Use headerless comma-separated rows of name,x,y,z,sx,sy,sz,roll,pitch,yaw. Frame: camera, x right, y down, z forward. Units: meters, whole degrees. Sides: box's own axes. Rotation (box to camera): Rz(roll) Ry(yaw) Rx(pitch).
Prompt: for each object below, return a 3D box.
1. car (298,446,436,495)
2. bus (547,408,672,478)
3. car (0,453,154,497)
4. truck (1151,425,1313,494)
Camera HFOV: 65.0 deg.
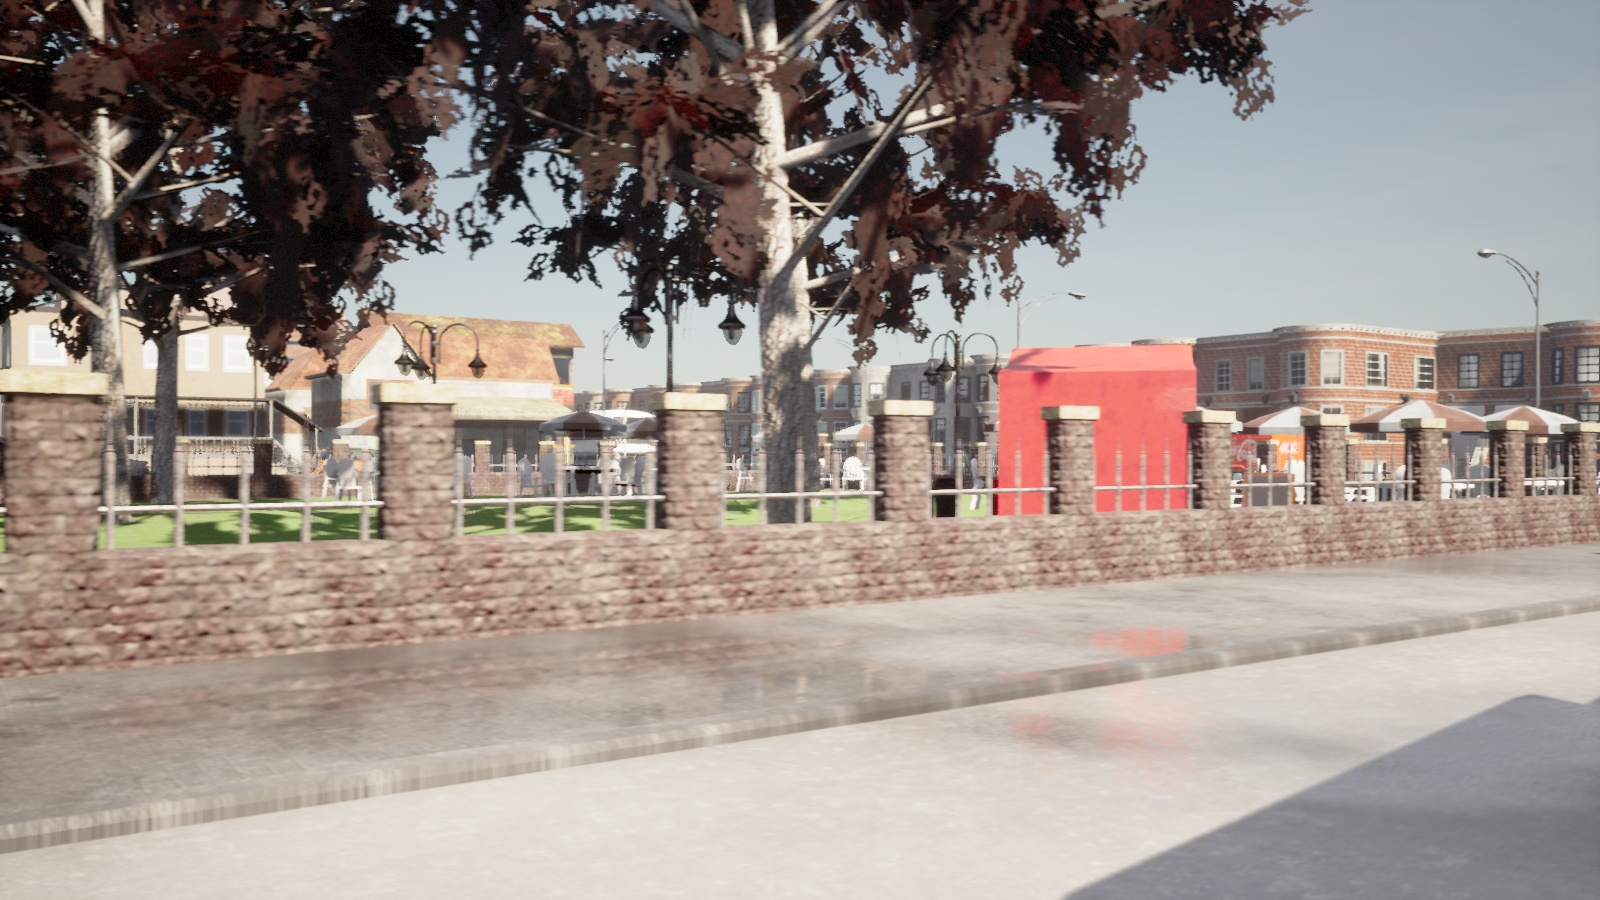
car,-16.501,0.756,47.916,4.553,1.767,2.097,0,0,-35
bus,-12.569,-0.404,81.849,3.944,4.253,10.273,0,0,-34
car,-26.493,0.869,45.853,4.902,1.511,2.128,0,0,-35
truck,16.206,0.340,47.381,2.627,2.467,5.204,0,0,-35
